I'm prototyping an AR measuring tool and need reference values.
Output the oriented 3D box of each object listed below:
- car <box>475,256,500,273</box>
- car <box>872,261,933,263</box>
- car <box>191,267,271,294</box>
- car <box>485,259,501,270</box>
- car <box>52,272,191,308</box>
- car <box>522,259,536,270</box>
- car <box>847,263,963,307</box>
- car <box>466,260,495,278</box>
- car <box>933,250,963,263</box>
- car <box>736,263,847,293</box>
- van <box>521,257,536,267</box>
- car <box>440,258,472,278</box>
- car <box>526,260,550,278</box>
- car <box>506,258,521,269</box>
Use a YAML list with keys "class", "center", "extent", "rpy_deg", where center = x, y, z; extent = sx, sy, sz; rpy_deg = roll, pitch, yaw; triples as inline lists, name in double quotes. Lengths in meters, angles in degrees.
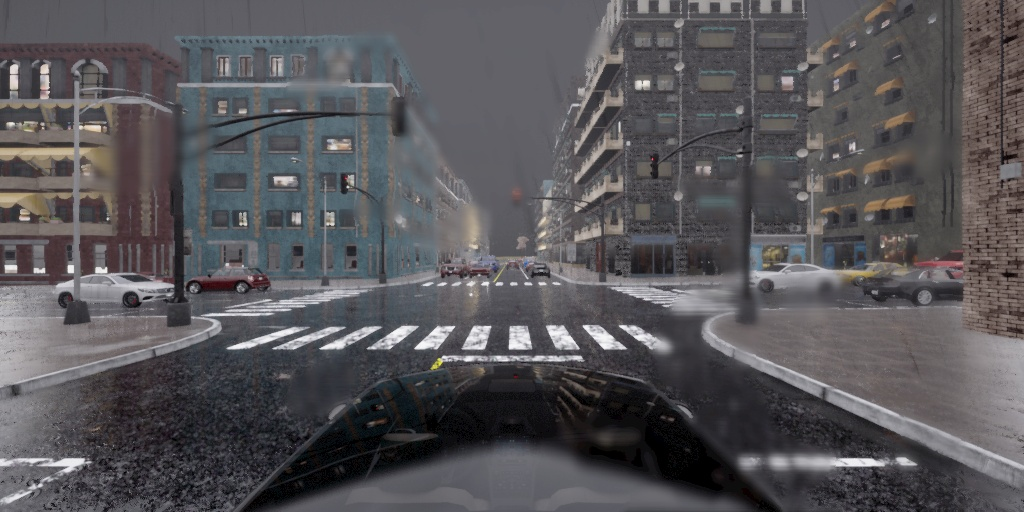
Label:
- class: "car"
  center: [-2.840, 0.963, 43.295]
  extent: [2.150, 2.045, 5.566]
  rpy_deg: [0, 0, 0]
- class: "car"
  center: [21.138, 1.000, 21.068]
  extent: [4.829, 1.417, 1.751]
  rpy_deg: [0, 0, 0]
- class: "car"
  center: [-16.901, 1.388, 21.377]
  extent: [4.097, 1.591, 1.967]
  rpy_deg: [0, 0, 0]
- class: "car"
  center: [-2.827, 1.227, 53.719]
  extent: [2.128, 1.511, 4.902]
  rpy_deg: [0, 0, 0]
- class: "car"
  center: [-17.497, 1.472, 15.949]
  extent: [4.674, 1.442, 1.812]
  rpy_deg: [-1, 0, 2]
- class: "car"
  center: [2.574, 1.323, 44.629]
  extent: [1.802, 1.307, 4.207]
  rpy_deg: [0, 0, 0]
- class: "car"
  center: [15.605, 1.082, 13.231]
  extent: [4.403, 1.370, 2.007]
  rpy_deg: [0, 0, 0]
- class: "car"
  center: [-2.843, 1.347, 33.319]
  extent: [1.895, 1.301, 4.718]
  rpy_deg: [0, 0, 0]
- class: "car"
  center: [24.218, 0.656, 18.577]
  extent: [5.566, 2.045, 2.150]
  rpy_deg: [-1, 0, 1]
- class: "car"
  center: [14.266, 1.083, 18.656]
  extent: [4.674, 1.442, 1.812]
  rpy_deg: [-1, 0, 2]
- class: "van"
  center: [2.576, 1.078, 50.181]
  extent: [1.690, 1.789, 3.998]
  rpy_deg: [0, 0, 0]
- class: "car"
  center: [-5.308, 1.060, 33.526]
  extent: [2.192, 1.841, 5.009]
  rpy_deg: [0, 0, 0]
- class: "car"
  center: [2.572, 1.311, 33.525]
  extent: [1.948, 1.339, 4.313]
  rpy_deg: [0, 0, 0]
- class: "car"
  center: [0.125, 1.259, 57.477]
  extent: [1.812, 1.442, 4.674]
  rpy_deg: [0, 0, 0]
